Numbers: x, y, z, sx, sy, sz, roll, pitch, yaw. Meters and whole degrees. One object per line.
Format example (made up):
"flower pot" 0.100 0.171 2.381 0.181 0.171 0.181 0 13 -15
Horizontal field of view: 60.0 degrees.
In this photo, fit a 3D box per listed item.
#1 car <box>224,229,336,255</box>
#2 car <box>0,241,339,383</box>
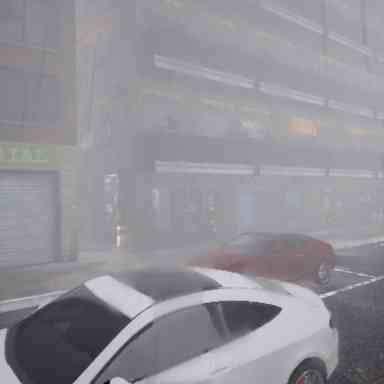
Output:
"car" 1.711 1.556 7.791 4.206 1.307 1.802 0 0 -36
"car" -0.518 1.520 3.009 4.674 1.442 1.812 0 0 -36
